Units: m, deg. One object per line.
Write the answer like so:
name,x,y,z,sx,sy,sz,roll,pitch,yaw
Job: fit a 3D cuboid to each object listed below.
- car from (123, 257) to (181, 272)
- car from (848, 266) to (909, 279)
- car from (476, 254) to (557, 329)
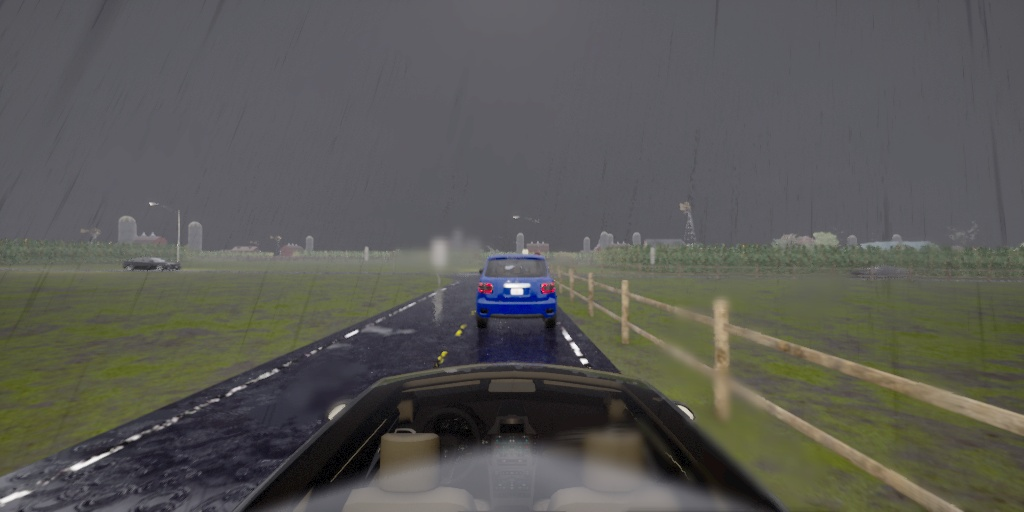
car,-37.490,0.841,37.424,5.008,1.535,1.882,1,-1,0
car,40.932,1.839,40.051,5.357,1.411,2.033,1,-1,1
car,0.103,0.978,11.416,2.150,2.045,5.566,0,0,0
